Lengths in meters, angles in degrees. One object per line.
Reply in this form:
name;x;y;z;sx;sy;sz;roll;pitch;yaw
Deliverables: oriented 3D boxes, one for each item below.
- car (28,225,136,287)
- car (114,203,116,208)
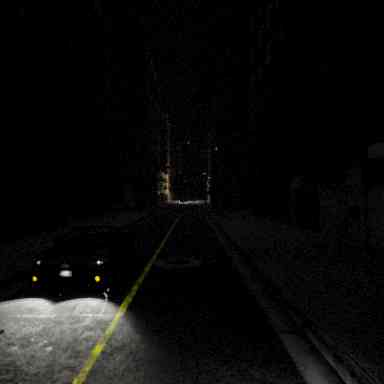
car;-2.852;1.671;9.509;1.994;1.385;4.181;0;-1;0
car;-14.546;2.144;54.371;4.313;1.339;1.947;0;0;0
